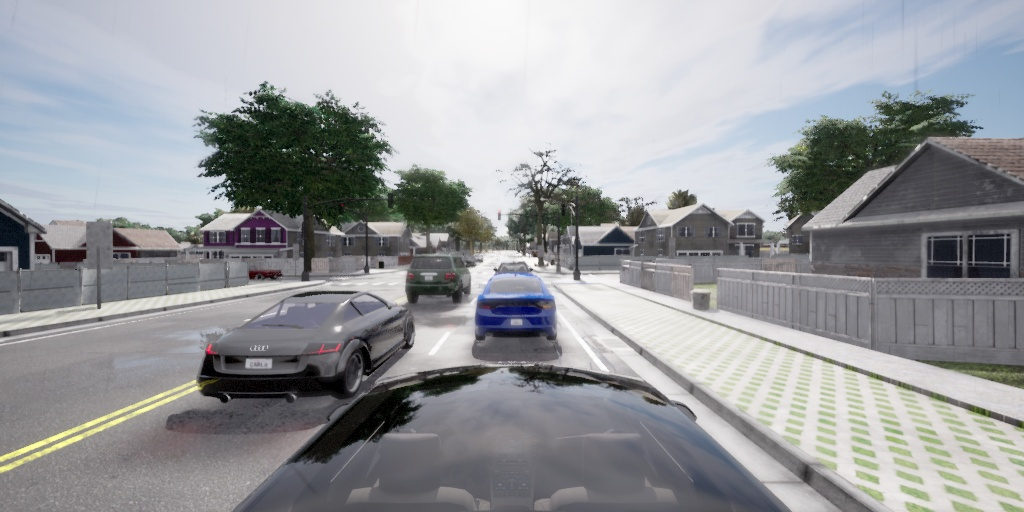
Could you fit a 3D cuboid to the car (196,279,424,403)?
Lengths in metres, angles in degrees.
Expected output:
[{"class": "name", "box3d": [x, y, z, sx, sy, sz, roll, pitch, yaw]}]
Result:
[{"class": "car", "box3d": [-3.158, 1.308, 6.479, 1.994, 1.385, 4.181, 0, 0, 0]}]

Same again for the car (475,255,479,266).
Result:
[{"class": "car", "box3d": [-6.672, 0.697, 54.876, 2.097, 1.767, 4.553, 0, 1, 0]}]

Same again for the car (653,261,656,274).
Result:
[{"class": "car", "box3d": [12.668, 1.090, 32.544, 4.718, 1.301, 1.895, 0, 1, 1]}]

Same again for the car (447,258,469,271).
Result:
[{"class": "car", "box3d": [-6.673, 1.005, 44.809, 2.033, 1.411, 5.357, 0, 1, 0]}]

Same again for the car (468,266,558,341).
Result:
[{"class": "car", "box3d": [0.087, 1.211, 9.897, 1.882, 1.535, 5.008, 0, 0, 0]}]

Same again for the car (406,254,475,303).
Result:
[{"class": "car", "box3d": [-3.176, 0.924, 16.360, 2.150, 2.045, 5.566, 0, 0, 0]}]

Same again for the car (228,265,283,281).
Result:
[{"class": "car", "box3d": [-21.419, 1.378, 29.179, 4.718, 1.301, 1.895, 0, 1, 1]}]

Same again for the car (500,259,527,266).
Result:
[{"class": "car", "box3d": [0.071, 1.038, 18.852, 2.097, 1.767, 4.553, 0, 0, 0]}]
